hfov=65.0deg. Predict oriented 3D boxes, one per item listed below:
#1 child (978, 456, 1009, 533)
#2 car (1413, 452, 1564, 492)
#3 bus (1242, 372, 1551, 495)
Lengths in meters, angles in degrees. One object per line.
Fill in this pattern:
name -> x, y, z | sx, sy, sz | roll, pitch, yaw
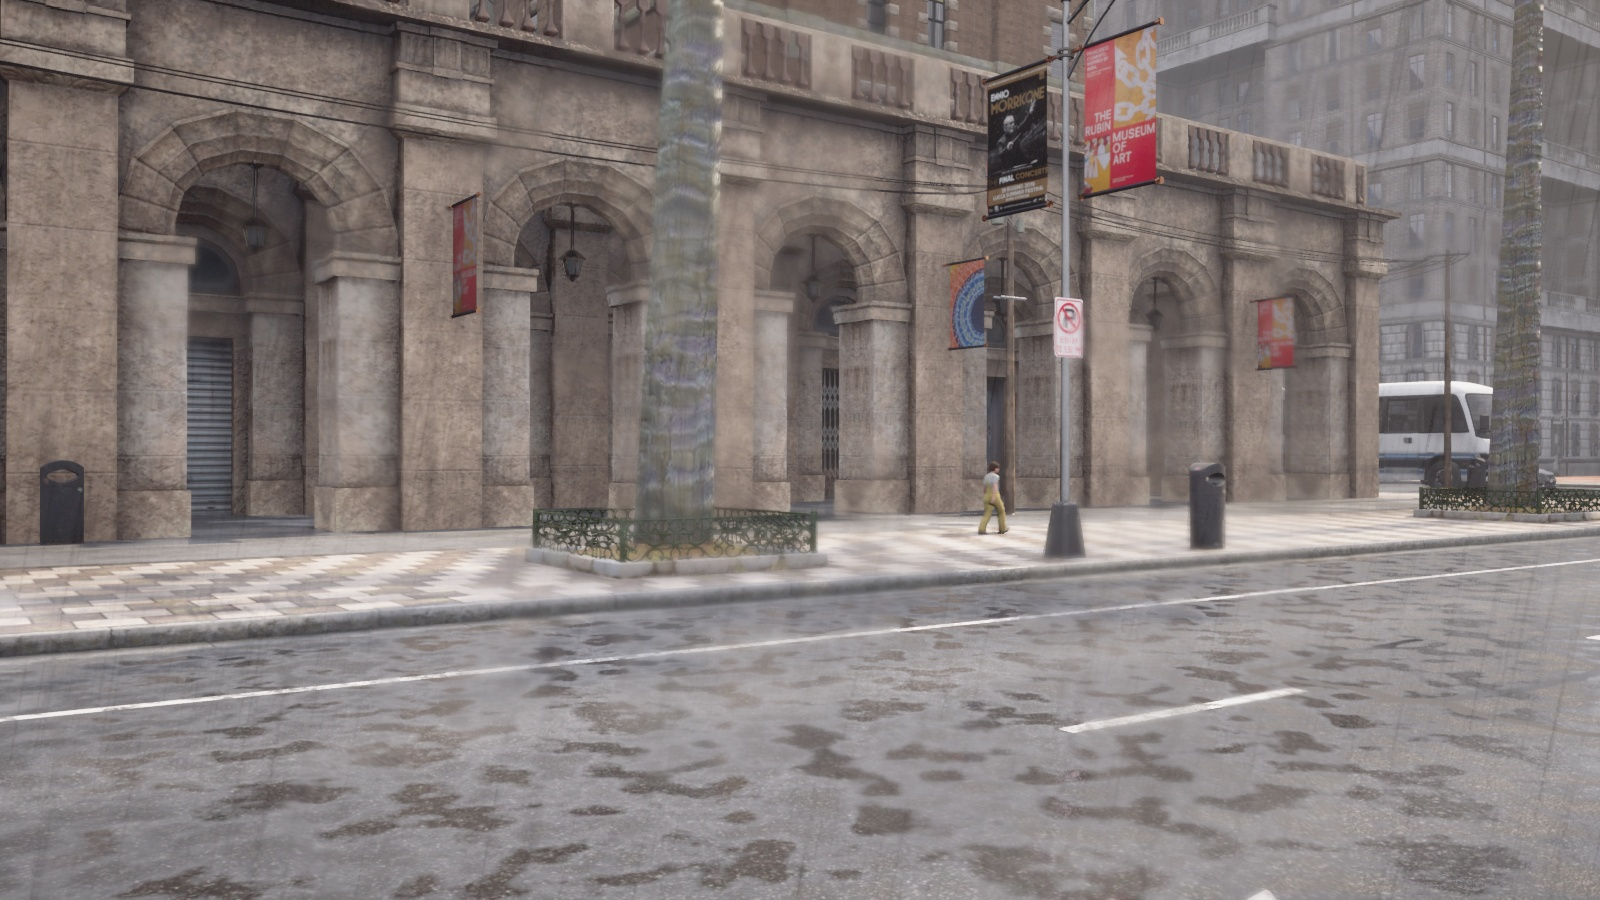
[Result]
child -> 3.198, 0.726, 20.791 | 0.437, 1.263, 0.270 | 0, 0, -35
car -> 26.913, 0.813, 49.256 | 1.837, 1.490, 4.892 | 0, 0, -34
bus -> 22.863, -0.560, 48.917 | 3.944, 4.253, 10.273 | 0, 0, -35
